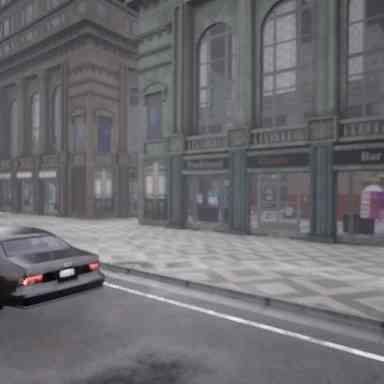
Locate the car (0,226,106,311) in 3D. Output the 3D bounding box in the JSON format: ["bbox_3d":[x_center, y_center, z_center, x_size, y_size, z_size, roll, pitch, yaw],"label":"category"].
[{"bbox_3d":[-4.260,1.508,7.577,5.357,1.411,2.033,0,0,38],"label":"car"}]
